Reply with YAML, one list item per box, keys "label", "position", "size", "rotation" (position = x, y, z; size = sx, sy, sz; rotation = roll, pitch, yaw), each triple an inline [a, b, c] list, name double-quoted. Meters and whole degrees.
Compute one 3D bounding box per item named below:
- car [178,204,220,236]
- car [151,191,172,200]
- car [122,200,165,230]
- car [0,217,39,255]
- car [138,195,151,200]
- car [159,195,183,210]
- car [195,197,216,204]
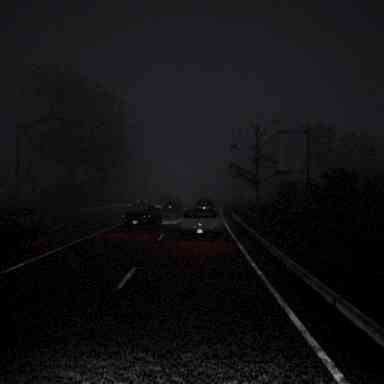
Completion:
- label: "car"
  position: [0.450, 1.507, 17.567]
  size: [1.895, 1.301, 4.718]
  rotation: [0, 0, 2]
- label: "car"
  position: [-4.331, 0.943, 51.954]
  size: [2.150, 2.045, 5.566]
  rotation: [0, 0, 6]
- label: "car"
  position: [-2.953, 1.417, 20.074]
  size: [1.812, 1.442, 4.674]
  rotation: [0, 0, 2]
- label: "car"
  position: [-6.950, 1.540, 10.777]
  size: [1.895, 1.301, 4.718]
  rotation: [0, 0, 1]
- label: "car"
  position: [-7.548, 1.211, 54.577]
  size: [1.837, 1.490, 4.892]
  rotation: [0, 0, 7]
- label: "car"
  position: [-2.041, 1.333, 36.047]
  size: [1.812, 1.442, 4.674]
  rotation: [0, 0, 4]
- label: "car"
  position: [1.393, 1.318, 35.023]
  size: [1.837, 1.490, 4.892]
  rotation: [0, 0, 4]
